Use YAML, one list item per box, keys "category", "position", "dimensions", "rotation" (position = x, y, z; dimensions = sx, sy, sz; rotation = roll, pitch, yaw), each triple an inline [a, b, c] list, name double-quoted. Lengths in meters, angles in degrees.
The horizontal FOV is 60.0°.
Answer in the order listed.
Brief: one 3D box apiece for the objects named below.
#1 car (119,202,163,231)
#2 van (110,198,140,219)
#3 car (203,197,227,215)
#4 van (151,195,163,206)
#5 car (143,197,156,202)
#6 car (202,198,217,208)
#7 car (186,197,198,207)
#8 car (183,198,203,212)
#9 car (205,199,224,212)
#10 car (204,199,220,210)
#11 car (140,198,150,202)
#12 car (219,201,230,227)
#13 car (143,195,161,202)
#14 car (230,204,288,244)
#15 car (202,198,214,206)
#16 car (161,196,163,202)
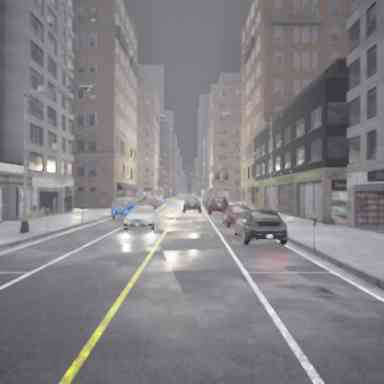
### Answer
- category: "car"
  position: [-3.113, 1.569, 21.220]
  dimensions: [1.812, 1.442, 4.674]
  rotation: [0, 0, 0]
- category: "van"
  position: [-5.875, 1.398, 28.847]
  dimensions: [1.690, 1.788, 3.998]
  rotation: [0, 0, 0]
- category: "car"
  position: [2.648, 1.382, 34.444]
  dimensions: [2.192, 1.841, 5.009]
  rotation: [0, 0, 0]
- category: "van"
  position: [-5.891, 1.443, 56.777]
  dimensions: [1.690, 1.788, 3.998]
  rotation: [0, 0, 0]
- category: "car"
  position: [-5.882, 1.642, 40.019]
  dimensions: [1.947, 1.339, 4.313]
  rotation: [0, 0, 0]
- category: "car"
  position: [2.637, 1.659, 51.199]
  dimensions: [1.947, 1.339, 4.313]
  rotation: [0, 0, 0]
- category: "car"
  position: [0.002, 1.623, 53.470]
  dimensions: [1.812, 1.442, 4.674]
  rotation: [0, 0, 2]
- category: "car"
  position: [0.034, 1.427, 39.198]
  dimensions: [2.097, 1.767, 4.553]
  rotation: [0, 0, 0]
- category: "car"
  position: [2.644, 1.627, 40.029]
  dimensions: [2.008, 1.369, 4.403]
  rotation: [0, 0, 0]
- category: "car"
  position: [2.640, 1.651, 45.614]
  dimensions: [1.947, 1.339, 4.313]
  rotation: [0, 0, 0]
- category: "car"
  position: [-5.878, 1.633, 34.433]
  dimensions: [1.947, 1.339, 4.313]
  rotation: [0, 0, 0]
- category: "car"
  position: [3.133, 1.572, 22.831]
  dimensions: [1.812, 1.442, 4.674]
  rotation: [0, 0, 0]
- category: "car"
  position: [-5.884, 1.400, 45.604]
  dimensions: [2.192, 1.841, 5.009]
  rotation: [0, 0, 0]
- category: "car"
  position: [3.134, 1.537, 15.832]
  dimensions: [1.837, 1.490, 4.892]
  rotation: [0, 0, 0]
- category: "car"
  position: [2.633, 1.684, 56.784]
  dimensions: [1.802, 1.307, 4.206]
  rotation: [0, 0, 0]
- category: "car"
  position: [-5.888, 1.638, 51.191]
  dimensions: [1.887, 1.381, 4.507]
  rotation: [0, 0, 0]
